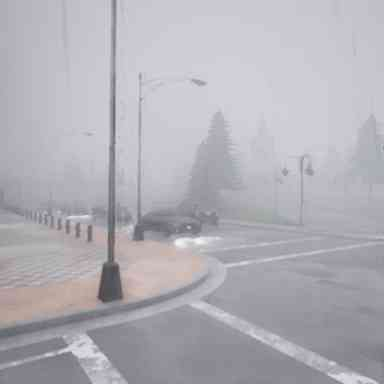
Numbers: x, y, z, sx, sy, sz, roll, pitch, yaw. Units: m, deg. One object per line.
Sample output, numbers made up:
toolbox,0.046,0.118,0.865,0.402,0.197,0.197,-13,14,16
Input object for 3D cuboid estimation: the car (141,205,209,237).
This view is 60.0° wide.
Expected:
car,-1.283,1.653,18.711,1.994,1.385,4.181,1,0,-35

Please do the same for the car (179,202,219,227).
car,-0.151,1.483,23.576,2.097,1.767,4.553,1,0,-35

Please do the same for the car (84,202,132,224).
car,-6.376,1.576,25.971,2.128,1.511,4.902,1,0,-35

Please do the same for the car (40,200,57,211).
car,-18.158,1.676,42.836,1.895,1.301,4.718,1,0,-35

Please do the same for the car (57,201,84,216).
car,-12.075,1.644,34.097,1.994,1.385,4.181,1,0,-35
